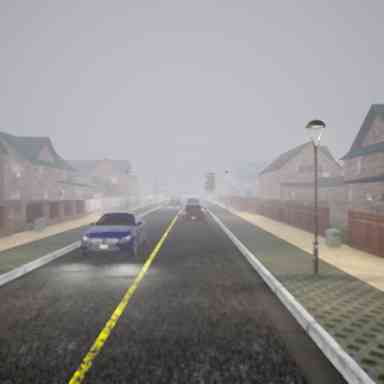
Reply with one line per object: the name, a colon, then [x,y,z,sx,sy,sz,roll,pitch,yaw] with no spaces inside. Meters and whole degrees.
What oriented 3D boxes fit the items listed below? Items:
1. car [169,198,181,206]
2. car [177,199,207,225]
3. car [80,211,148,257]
car: [-2.760,1.599,55.489,1.895,1.301,4.718,0,0,0]
car: [0.091,1.502,23.741,1.812,1.442,4.674,0,0,0]
car: [-2.851,1.509,13.053,1.812,1.442,4.674,0,0,0]
